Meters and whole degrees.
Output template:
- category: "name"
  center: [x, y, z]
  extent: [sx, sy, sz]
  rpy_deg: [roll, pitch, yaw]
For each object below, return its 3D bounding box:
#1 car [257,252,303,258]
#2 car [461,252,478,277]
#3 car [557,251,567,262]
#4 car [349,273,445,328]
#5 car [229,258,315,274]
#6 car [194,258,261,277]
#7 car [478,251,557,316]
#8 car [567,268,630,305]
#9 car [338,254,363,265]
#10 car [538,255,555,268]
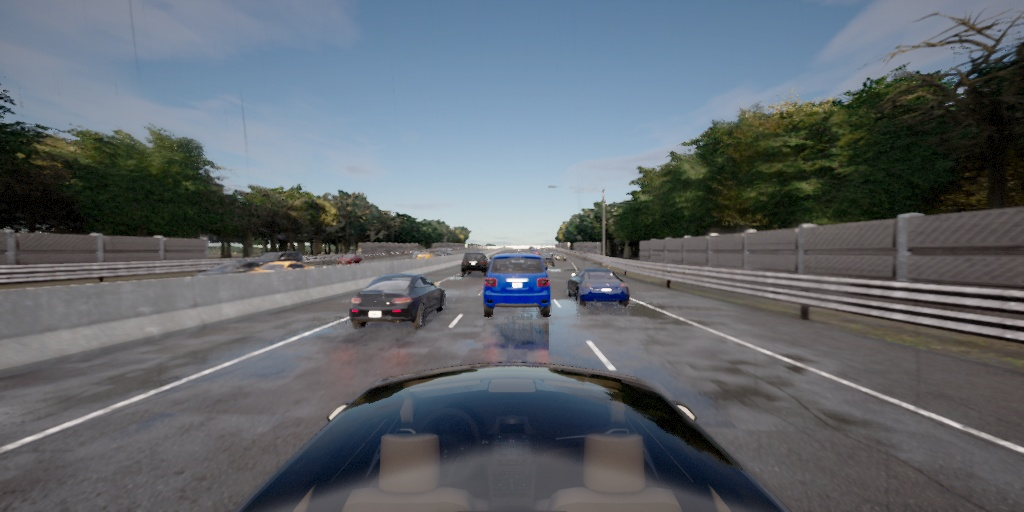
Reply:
- category: "car"
  center: [-20.676, 0.654, 31.567]
  extent: [2.150, 2.045, 5.566]
  rpy_deg: [0, 1, 2]
- category: "car"
  center: [-2.991, 0.659, 30.914]
  extent: [2.150, 2.045, 5.566]
  rpy_deg: [0, 1, 1]
- category: "car"
  center: [8.402, 0.276, 61.975]
  extent: [1.895, 1.301, 4.718]
  rpy_deg: [0, 2, 4]
- category: "car"
  center: [-3.338, 1.244, 11.096]
  extent: [1.812, 1.442, 4.674]
  rpy_deg: [0, 0, 1]
- category: "car"
  center: [-13.896, 1.085, 21.551]
  extent: [1.882, 1.535, 5.008]
  rpy_deg: [0, 1, 1]
- category: "car"
  center: [-17.377, 1.098, 22.528]
  extent: [1.837, 1.490, 4.892]
  rpy_deg: [0, 1, 1]
- category: "car"
  center: [0.180, 0.924, 13.234]
  extent: [2.150, 2.045, 5.566]
  rpy_deg: [0, 1, 1]
- category: "car"
  center: [3.599, 1.227, 15.548]
  extent: [1.994, 1.385, 4.181]
  rpy_deg: [0, 1, 1]
- category: "car"
  center: [-22.814, 0.495, 50.857]
  extent: [1.882, 1.535, 5.008]
  rpy_deg: [0, 1, -1]
- category: "car"
  center: [4.407, 0.603, 46.262]
  extent: [1.837, 1.490, 4.892]
  rpy_deg: [0, 1, 2]
